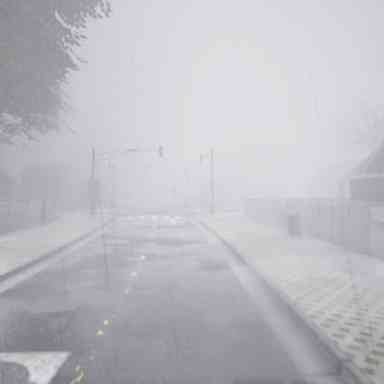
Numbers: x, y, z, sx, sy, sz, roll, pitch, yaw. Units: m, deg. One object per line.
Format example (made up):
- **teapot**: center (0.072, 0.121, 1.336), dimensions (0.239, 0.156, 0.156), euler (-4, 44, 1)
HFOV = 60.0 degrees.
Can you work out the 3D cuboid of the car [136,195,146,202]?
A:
- **car**: center (-11.557, 1.483, 75.330), dimensions (2.033, 1.411, 5.357), euler (0, 0, -9)
